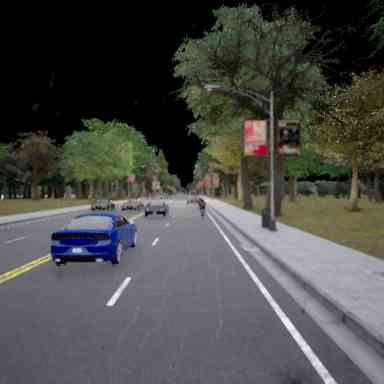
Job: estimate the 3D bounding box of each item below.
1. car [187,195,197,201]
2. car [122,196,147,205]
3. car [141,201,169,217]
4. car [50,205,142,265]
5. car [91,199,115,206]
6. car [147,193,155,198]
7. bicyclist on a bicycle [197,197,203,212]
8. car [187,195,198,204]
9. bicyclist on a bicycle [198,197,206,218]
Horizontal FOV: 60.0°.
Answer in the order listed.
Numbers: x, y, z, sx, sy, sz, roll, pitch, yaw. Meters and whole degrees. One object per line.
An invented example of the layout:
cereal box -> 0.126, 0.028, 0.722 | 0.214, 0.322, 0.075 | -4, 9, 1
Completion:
car -> -0.002, 1.341, 75.368 | 1.994, 1.385, 4.181 | 0, 0, 0
car -> -6.591, 1.462, 37.069 | 1.994, 1.385, 4.181 | 0, 0, 0
car -> -3.153, 1.518, 30.504 | 1.895, 1.301, 4.718 | 0, 0, 0
car -> -3.153, 1.447, 11.607 | 1.882, 1.535, 5.008 | 0, 0, 0
car -> -9.840, 1.463, 37.011 | 1.994, 1.385, 4.181 | 0, 0, 0
car -> -9.752, 1.068, 78.484 | 1.812, 1.442, 4.674 | 0, 0, 0
bicyclist on a bicycle -> 0.890, 1.352, 36.541 | 0.582, 1.620, 1.656 | 0, 0, 0
car -> 0.033, 1.383, 57.199 | 2.033, 1.411, 5.357 | 0, 0, 1
bicyclist on a bicycle -> 0.892, 1.381, 26.845 | 0.582, 1.620, 1.656 | 0, 0, 0
